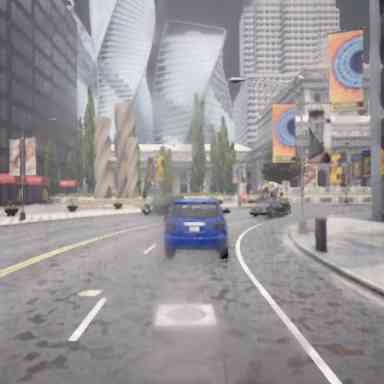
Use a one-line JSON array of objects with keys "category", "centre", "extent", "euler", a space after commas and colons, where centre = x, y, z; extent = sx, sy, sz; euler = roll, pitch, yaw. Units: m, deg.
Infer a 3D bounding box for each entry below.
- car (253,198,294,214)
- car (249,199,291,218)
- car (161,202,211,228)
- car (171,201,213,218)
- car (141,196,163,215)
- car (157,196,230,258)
[{"category": "car", "centre": [9.120, 1.522, 37.111], "extent": [4.902, 1.511, 2.128], "euler": [0, 0, -44]}, {"category": "car", "centre": [7.171, 1.574, 30.310], "extent": [2.033, 1.411, 5.357], "euler": [-1, 0, 38]}, {"category": "car", "centre": [-0.284, 1.542, 23.911], "extent": [1.882, 1.535, 5.008], "euler": [-1, 0, 21]}, {"category": "car", "centre": [0.077, 1.625, 32.708], "extent": [1.812, 1.442, 4.674], "euler": [-1, 0, 35]}, {"category": "car", "centre": [-2.822, 1.438, 34.672], "extent": [2.150, 2.045, 5.566], "euler": [-1, 0, 35]}, {"category": "car", "centre": [0.311, 1.254, 13.057], "extent": [2.150, 2.045, 5.566], "euler": [-1, 0, 5]}]
